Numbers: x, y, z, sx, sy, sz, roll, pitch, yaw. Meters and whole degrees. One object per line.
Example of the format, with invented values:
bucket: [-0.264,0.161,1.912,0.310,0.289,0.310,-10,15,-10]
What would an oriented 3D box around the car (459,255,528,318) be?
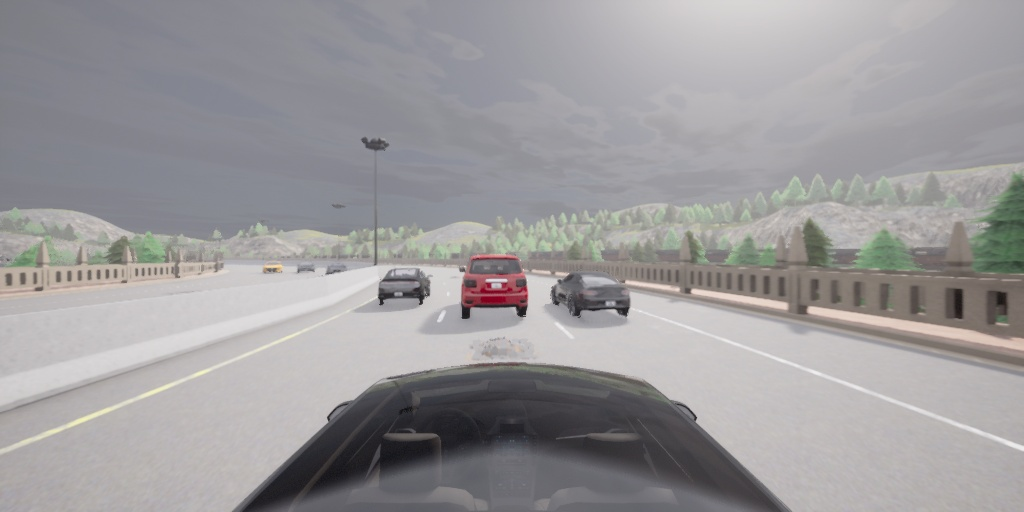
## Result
car: [-0.771,0.983,13.359,2.150,2.045,5.566,0,0,-7]

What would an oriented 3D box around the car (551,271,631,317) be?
car: [2.735,1.273,13.111,1.812,1.442,4.674,0,0,-6]

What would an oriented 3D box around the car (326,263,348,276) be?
car: [-18.463,1.415,38.027,1.994,1.385,4.181,0,0,-24]

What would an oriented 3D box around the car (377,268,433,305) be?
car: [-4.763,1.272,16.336,2.128,1.511,4.902,0,0,-8]

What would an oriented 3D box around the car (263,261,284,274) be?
car: [-29.250,1.376,44.001,1.882,1.535,5.008,0,0,-30]

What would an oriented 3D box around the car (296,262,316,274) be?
car: [-25.485,1.409,44.486,1.812,1.442,4.674,0,0,-29]
